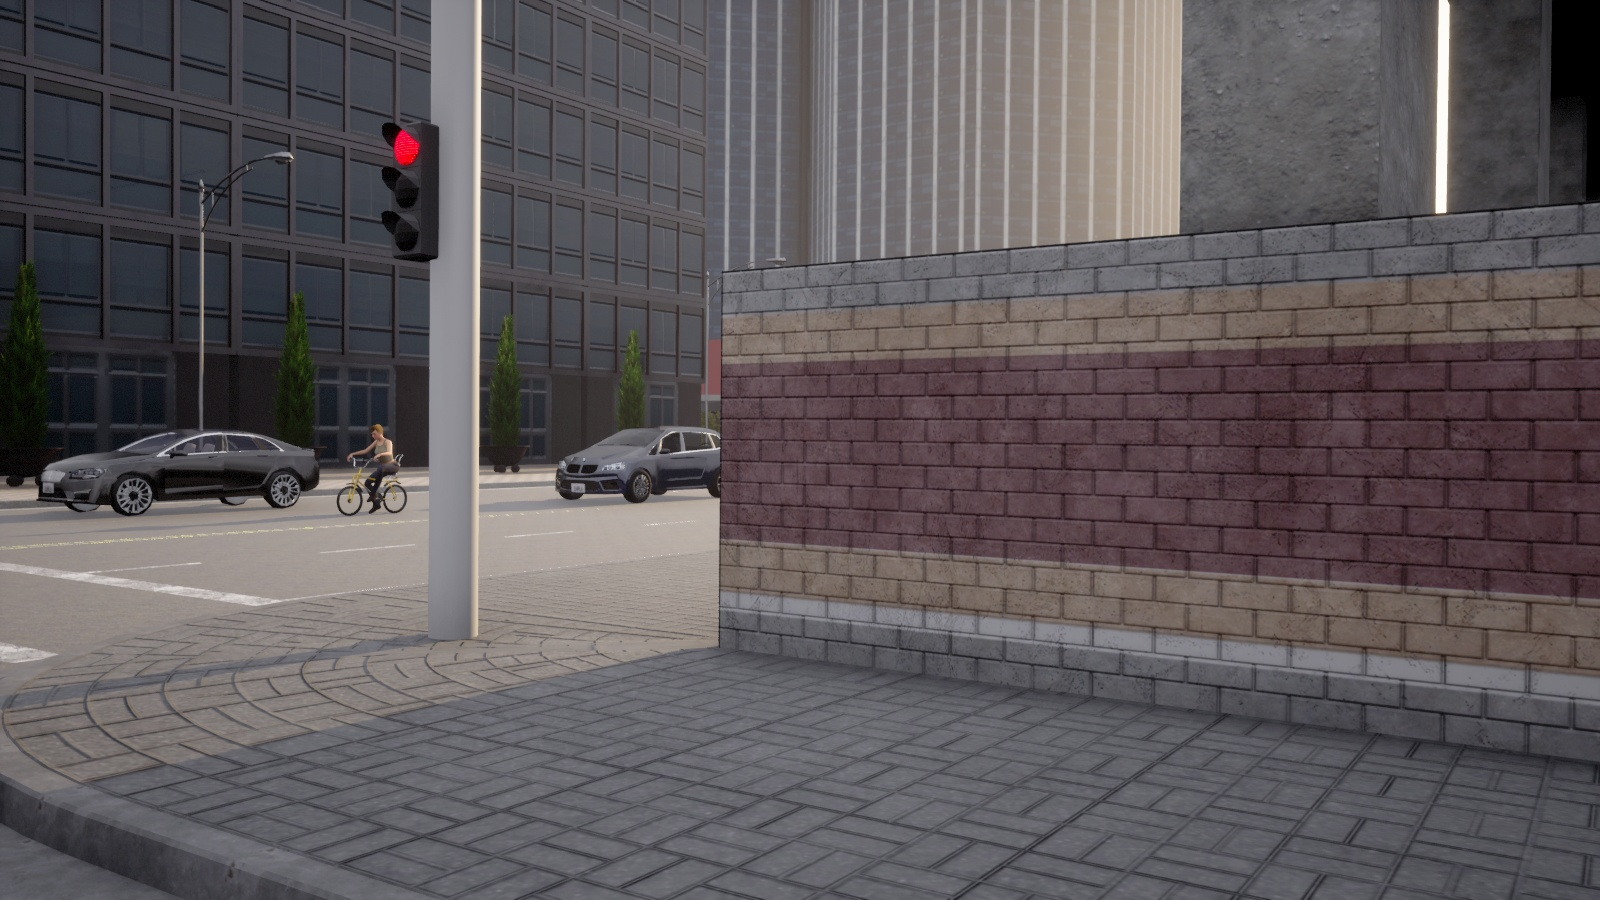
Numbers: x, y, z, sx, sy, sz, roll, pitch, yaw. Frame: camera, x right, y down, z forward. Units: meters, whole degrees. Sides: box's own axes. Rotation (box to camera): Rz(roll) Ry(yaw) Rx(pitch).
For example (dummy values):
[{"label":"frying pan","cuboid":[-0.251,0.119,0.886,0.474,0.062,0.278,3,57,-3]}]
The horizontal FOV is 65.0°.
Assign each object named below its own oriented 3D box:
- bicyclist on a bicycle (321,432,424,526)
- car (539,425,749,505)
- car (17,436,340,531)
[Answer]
[{"label":"bicyclist on a bicycle","cuboid":[-7.597,0.487,22.361,0.866,1.612,1.509,0,1,34]},{"label":"car","cuboid":[-3.441,0.272,28.584,2.242,1.667,4.611,0,1,34]},{"label":"car","cuboid":[-11.276,0.529,23.165,2.128,1.511,4.902,0,1,34]}]
